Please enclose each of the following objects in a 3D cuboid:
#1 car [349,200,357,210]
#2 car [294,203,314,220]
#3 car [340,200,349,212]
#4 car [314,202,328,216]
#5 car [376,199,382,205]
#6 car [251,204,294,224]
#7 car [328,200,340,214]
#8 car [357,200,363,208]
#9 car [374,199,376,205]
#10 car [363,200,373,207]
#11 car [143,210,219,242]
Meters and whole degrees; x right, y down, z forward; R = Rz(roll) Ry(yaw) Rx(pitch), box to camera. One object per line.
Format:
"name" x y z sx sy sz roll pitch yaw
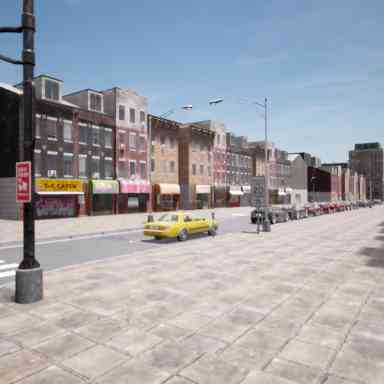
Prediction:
"car" 22.337 1.950 48.843 2.008 1.369 4.403 -1 -1 35
"car" 9.311 1.741 30.494 2.008 1.369 4.403 -1 -1 35
"car" 19.079 1.782 44.257 1.967 1.590 4.097 -1 -1 35
"car" 12.568 1.819 35.080 1.802 1.307 4.206 -1 -1 35
"car" 45.131 2.458 80.951 2.008 1.369 4.403 -2 -2 35
"car" 6.055 1.713 25.906 1.947 1.339 4.313 -1 -1 35
"car" 15.824 1.833 39.668 1.887 1.381 4.507 -1 -1 35
"car" 25.593 2.011 53.430 2.008 1.369 4.403 -1 -1 35
"car" 35.362 2.210 67.191 1.887 1.381 4.507 -1 -2 35
"car" 32.107 2.145 62.605 2.008 1.369 4.403 -1 -1 35
"car" -0.360 1.597 16.870 1.752 1.417 4.829 -1 -1 35
